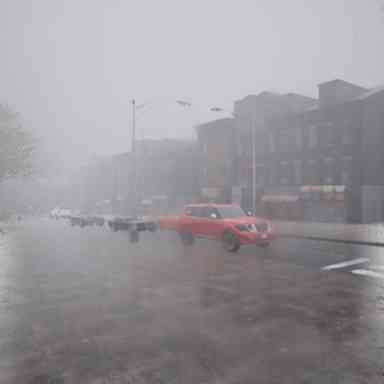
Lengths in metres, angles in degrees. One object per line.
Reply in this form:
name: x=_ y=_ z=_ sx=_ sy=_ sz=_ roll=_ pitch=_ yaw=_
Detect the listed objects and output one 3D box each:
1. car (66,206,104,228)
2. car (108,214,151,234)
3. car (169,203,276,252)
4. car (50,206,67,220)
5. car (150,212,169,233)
car: x=-10.236 y=2.441 z=32.339 sx=2.097 sy=1.767 sz=4.553 roll=0 pitch=-2 yaw=-35
car: x=-4.307 y=2.291 z=24.009 sx=1.895 sy=1.301 sz=4.718 roll=0 pitch=-2 yaw=-36
car: x=1.404 y=1.566 z=16.001 sx=2.150 sy=2.045 sz=5.566 roll=0 pitch=-2 yaw=-35
car: x=-20.402 y=3.195 z=51.674 sx=2.150 sy=2.045 sz=5.566 roll=0 pitch=-3 yaw=-35
car: x=-0.863 y=1.957 z=24.279 sx=2.097 sy=1.767 sz=4.553 roll=0 pitch=-2 yaw=-36
